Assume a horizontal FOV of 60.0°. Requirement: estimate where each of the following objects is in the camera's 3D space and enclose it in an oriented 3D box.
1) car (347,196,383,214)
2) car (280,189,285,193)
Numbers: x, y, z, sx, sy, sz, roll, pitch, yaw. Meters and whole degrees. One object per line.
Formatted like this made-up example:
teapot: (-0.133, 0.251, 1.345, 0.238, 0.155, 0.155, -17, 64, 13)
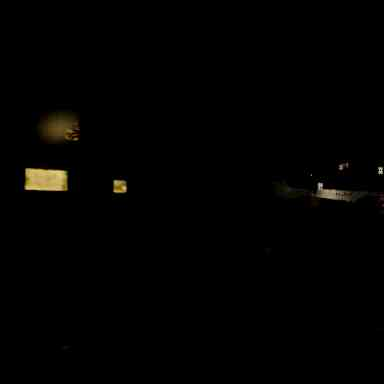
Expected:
car: (15.382, 1.047, 28.284, 2.033, 1.411, 5.357, 1, 2, -3)
car: (13.902, 0.175, 54.510, 2.128, 1.511, 4.902, 1, 2, -3)
